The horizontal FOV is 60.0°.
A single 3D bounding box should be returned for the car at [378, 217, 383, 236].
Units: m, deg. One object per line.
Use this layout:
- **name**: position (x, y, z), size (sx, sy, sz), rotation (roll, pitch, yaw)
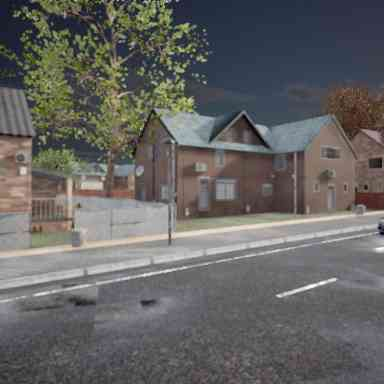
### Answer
- **car**: position (10.091, 1.164, 14.644), size (4.674, 1.442, 1.812), rotation (-2, 1, -34)
